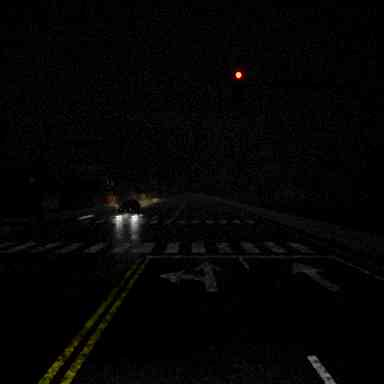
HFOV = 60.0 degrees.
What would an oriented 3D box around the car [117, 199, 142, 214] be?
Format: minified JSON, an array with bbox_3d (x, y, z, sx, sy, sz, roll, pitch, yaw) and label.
[{"bbox_3d":[-6.438,1.551,34.619,1.837,1.490,4.892,0,1,0],"label":"car"}]
